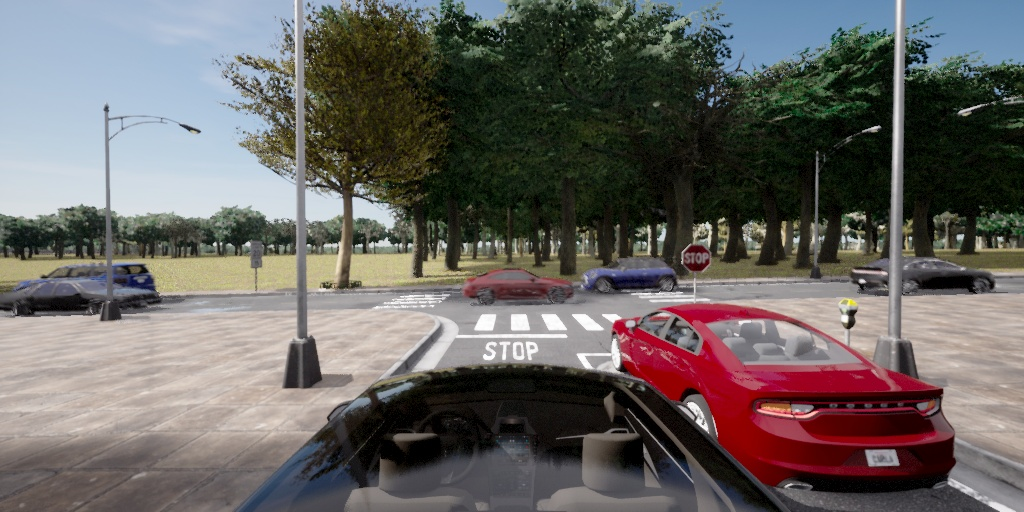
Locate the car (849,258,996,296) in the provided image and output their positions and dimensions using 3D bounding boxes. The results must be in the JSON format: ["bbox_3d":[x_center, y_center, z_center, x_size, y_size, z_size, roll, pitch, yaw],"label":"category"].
[{"bbox_3d":[17.296,0.822,15.225,4.902,1.511,2.128,-1,1,0],"label":"car"}]

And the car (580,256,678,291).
[{"bbox_3d":[5.805,0.895,18.159,4.553,1.767,2.097,-1,1,0],"label":"car"}]

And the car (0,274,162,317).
[{"bbox_3d":[-18.276,1.717,15.190,5.357,1.411,2.033,-1,1,0],"label":"car"}]

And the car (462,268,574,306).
[{"bbox_3d":[0.245,1.245,15.211,4.674,1.442,1.812,-1,1,0],"label":"car"}]

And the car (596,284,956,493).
[{"bbox_3d":[2.633,1.293,4.771,1.888,1.381,4.507,0,0,0],"label":"car"}]

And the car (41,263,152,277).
[{"bbox_3d":[-21.430,1.418,18.130,5.566,2.045,2.150,-1,1,0],"label":"car"}]
